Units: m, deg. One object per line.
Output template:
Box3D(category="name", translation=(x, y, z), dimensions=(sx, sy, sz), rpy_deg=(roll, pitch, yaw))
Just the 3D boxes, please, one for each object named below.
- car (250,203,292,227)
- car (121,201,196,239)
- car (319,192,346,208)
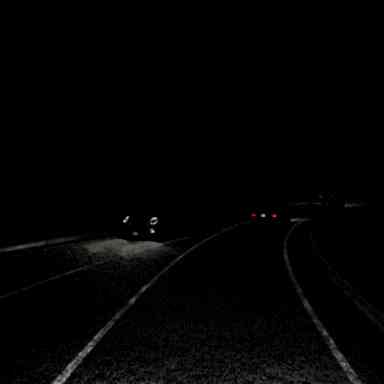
Box3D(category="car", translation=(5.349, 1.438, 22.194), dimensions=(2.033, 1.411, 5.357), rpy_deg=(0, 0, 25))
Box3D(category="car", translation=(-1.592, 1.310, 17.182), dimensions=(2.097, 1.767, 4.553), rpy_deg=(0, 0, 27))
Box3D(category="car", translation=(16.719, 1.073, 39.346), dimensions=(2.128, 1.511, 4.902), rpy_deg=(-1, 1, 38))
